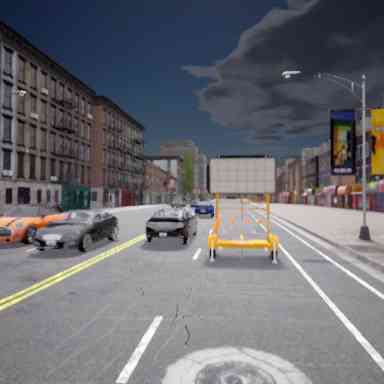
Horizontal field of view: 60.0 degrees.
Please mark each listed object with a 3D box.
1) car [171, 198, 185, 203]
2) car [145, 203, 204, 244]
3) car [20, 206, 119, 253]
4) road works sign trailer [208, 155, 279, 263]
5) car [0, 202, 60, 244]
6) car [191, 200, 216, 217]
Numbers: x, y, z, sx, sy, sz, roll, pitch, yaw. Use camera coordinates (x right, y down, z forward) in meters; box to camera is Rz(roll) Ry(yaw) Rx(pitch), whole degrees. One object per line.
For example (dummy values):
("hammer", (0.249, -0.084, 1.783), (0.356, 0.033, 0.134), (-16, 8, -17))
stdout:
("car", (-2.339, 1.891, 57.802), (2.097, 1.767, 4.553), (0, -1, 8))
("car", (-0.863, 1.518, 15.987), (2.128, 1.511, 4.902), (0, 0, 7))
("car", (-4.590, 1.504, 13.966), (2.128, 1.511, 4.902), (0, 0, 7))
("road works sign trailer", (1.826, 0.477, 12.101), (2.380, 3.560, 2.880), (0, 0, 7))
("car", (-7.651, 1.369, 15.677), (2.097, 1.767, 4.553), (0, 0, 7))
("car", (1.387, 1.666, 33.907), (1.882, 1.535, 5.008), (0, -1, 7))
